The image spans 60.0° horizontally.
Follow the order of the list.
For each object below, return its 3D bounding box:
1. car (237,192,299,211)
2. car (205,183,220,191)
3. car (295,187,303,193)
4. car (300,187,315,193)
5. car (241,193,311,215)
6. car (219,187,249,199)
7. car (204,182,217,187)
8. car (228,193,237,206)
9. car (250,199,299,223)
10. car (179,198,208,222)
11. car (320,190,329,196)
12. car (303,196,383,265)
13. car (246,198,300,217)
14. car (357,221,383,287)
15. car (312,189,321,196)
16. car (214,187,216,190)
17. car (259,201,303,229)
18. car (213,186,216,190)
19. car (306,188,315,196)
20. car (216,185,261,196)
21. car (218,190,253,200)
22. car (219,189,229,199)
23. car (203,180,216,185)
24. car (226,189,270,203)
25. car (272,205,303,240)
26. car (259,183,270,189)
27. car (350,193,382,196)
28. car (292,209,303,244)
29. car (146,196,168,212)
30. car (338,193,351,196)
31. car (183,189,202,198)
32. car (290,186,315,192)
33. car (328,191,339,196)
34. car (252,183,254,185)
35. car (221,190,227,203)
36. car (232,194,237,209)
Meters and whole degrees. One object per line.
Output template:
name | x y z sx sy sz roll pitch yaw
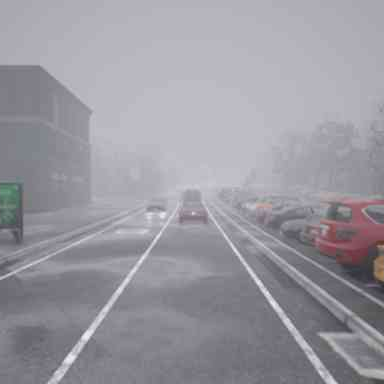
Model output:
car | 6.536 1.121 28.875 4.553 1.767 2.185 0 1 0
car | 6.597 -1.003 89.311 4.792 1.488 2.163 0 4 0
car | 19.758 0.342 54.053 4.674 1.452 2.002 0 3 0
car | 19.765 0.481 51.144 4.792 1.488 2.163 0 3 0
car | 6.517 1.178 26.095 4.553 1.767 2.185 0 1 0
car | 6.706 0.189 53.939 4.553 1.767 2.185 0 3 0
car | 6.648 -1.203 92.080 5.008 1.535 2.097 0 4 0
car | 6.513 1.134 34.452 4.792 1.488 2.163 0 2 0
car | 6.442 1.394 20.522 5.008 1.535 2.097 0 1 0
car | 0.084 1.357 23.930 1.994 1.385 4.181 0 1 0
car | 19.651 0.848 42.909 4.792 1.488 2.163 0 2 0
car | 6.401 1.228 9.376 5.566 2.045 2.435 0 0 0
car | 6.470 1.393 23.311 4.674 1.452 2.002 0 1 0
car | 6.348 1.491 6.594 5.008 1.535 2.097 0 0 0
car | 19.884 0.707 45.560 5.366 1.575 1.946 0 3 0
car | 6.723 0.194 56.729 4.792 1.488 2.163 0 3 0
car | 6.424 1.426 17.733 5.008 1.535 2.097 0 1 0
car | 6.683 0.044 59.509 4.792 1.488 2.163 0 3 0
car | 19.903 0.582 48.352 5.366 1.575 1.946 0 3 0
car | 6.666 0.339 48.367 5.566 2.045 2.435 0 3 0
car | 6.651 0.457 51.170 5.008 1.535 2.097 0 3 0
car | 6.612 0.716 45.593 4.892 1.521 2.231 0 2 0
car | 6.688 -1.624 94.835 5.566 2.045 2.435 0 4 0
car | 6.530 0.896 37.233 4.553 1.767 2.185 0 2 0
car | 6.381 1.480 14.946 4.792 1.488 2.163 0 0 0
car | 19.685 -0.872 86.589 5.008 1.535 2.097 0 4 0
car | 19.616 1.102 34.413 4.892 1.521 2.231 0 2 0
car | 6.389 1.508 12.160 4.674 1.452 2.002 0 0 0
car | -3.358 1.149 33.103 2.033 1.411 5.357 0 1 0
car | 19.637 1.013 37.330 5.008 1.535 2.097 0 2 0
car | 0.044 0.617 40.738 2.150 2.045 5.566 0 2 0
car | 19.777 0.192 56.834 4.674 1.452 2.002 0 3 0
car | 19.656 0.920 40.118 5.008 1.535 2.097 0 2 0
car | 19.693 -1.175 91.998 4.792 1.488 2.163 0 4 0
car | 6.570 0.858 42.817 4.792 1.488 2.163 0 2 0
car | 6.553 1.209 31.665 4.792 1.488 2.163 0 1 0
